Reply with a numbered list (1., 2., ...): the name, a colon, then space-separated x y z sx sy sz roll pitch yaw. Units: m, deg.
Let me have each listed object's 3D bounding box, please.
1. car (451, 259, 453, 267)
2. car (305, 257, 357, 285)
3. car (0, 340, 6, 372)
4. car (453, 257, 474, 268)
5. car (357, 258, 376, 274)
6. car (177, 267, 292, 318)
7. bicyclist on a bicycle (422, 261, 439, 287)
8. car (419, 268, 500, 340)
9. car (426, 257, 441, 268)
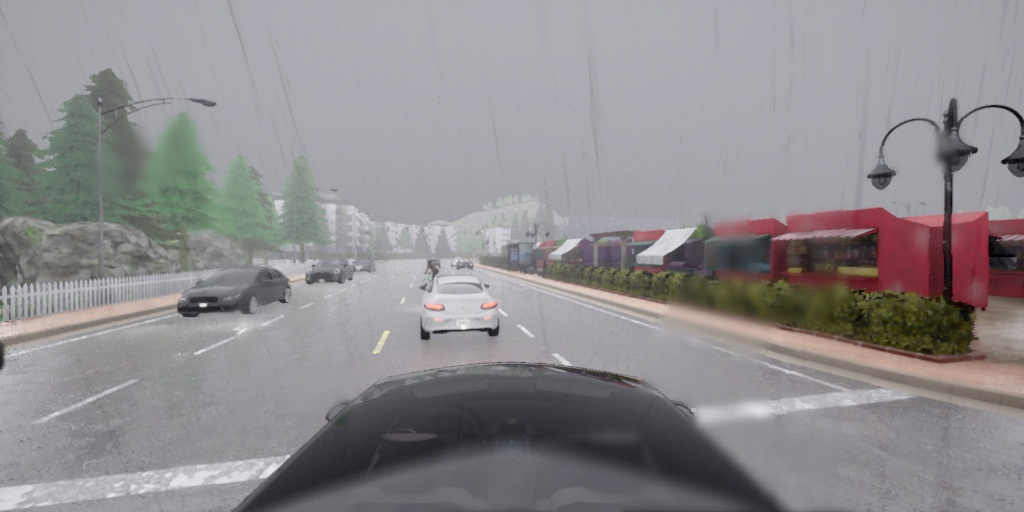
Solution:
1. car: -7.890 0.895 52.647 1.812 1.442 4.674 0 0 -13
2. car: -12.244 0.935 24.298 2.097 1.767 4.553 0 0 -13
3. car: -7.034 0.978 2.082 2.150 2.045 5.566 0 0 -13
4. car: -5.830 1.038 43.775 1.895 1.301 4.718 0 0 -13
5. car: -15.013 0.984 36.233 2.128 1.511 4.902 0 0 -13
6. car: -9.552 1.177 12.809 1.837 1.490 4.892 0 0 -13
7. bicyclist on a bicycle: -4.401 1.074 19.642 0.582 1.620 1.656 0 1 25
8. car: -1.521 1.223 9.807 1.812 1.442 4.674 0 0 -13
9. car: -11.096 0.887 50.810 1.837 1.490 4.892 0 0 -13
